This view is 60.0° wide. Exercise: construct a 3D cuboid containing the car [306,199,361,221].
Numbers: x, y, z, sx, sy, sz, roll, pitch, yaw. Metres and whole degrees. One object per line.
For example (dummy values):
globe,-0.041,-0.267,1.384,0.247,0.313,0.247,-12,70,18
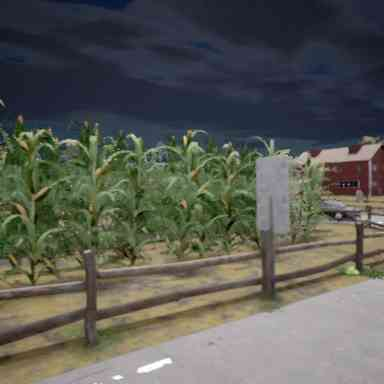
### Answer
car,10.615,1.352,25.871,1.837,1.490,4.892,-2,2,-34
